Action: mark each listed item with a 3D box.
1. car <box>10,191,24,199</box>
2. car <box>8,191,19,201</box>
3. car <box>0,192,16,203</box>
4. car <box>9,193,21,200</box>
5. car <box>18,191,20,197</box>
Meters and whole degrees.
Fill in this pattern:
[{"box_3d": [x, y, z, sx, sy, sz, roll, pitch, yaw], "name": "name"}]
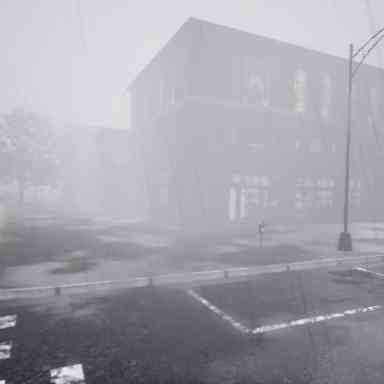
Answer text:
[{"box_3d": [-39.112, 0.674, 74.418, 2.192, 1.841, 5.009, 1, 0, -24], "name": "car"}, {"box_3d": [-32.475, 1.021, 59.162, 1.887, 1.381, 4.507, 1, 0, -24], "name": "car"}, {"box_3d": [-30.262, 1.080, 54.076, 1.947, 1.339, 4.313, 1, 0, -24], "name": "car"}, {"box_3d": [-36.902, 0.943, 69.333, 1.887, 1.381, 4.507, 1, 0, -24], "name": "car"}, {"box_3d": [-34.685, 0.752, 64.247, 2.192, 1.841, 5.009, 1, 0, -24], "name": "car"}]
